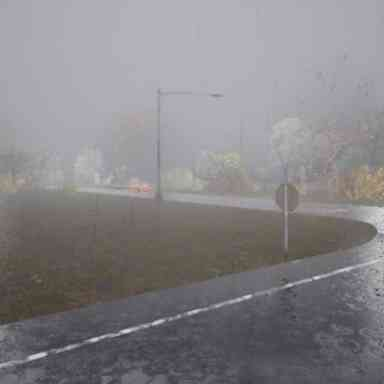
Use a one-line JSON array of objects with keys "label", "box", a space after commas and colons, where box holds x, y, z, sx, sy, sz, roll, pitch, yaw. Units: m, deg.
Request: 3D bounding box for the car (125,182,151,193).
[{"label": "car", "box": [-8.620, -0.871, 54.328, 2.097, 1.767, 4.553, -1, 3, -35]}]

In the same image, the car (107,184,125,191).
[{"label": "car", "box": [-14.215, -0.935, 62.203, 1.895, 1.301, 4.718, -1, 3, -35]}]
